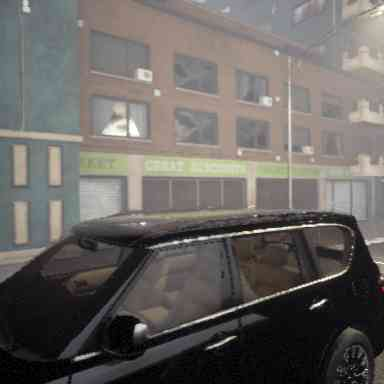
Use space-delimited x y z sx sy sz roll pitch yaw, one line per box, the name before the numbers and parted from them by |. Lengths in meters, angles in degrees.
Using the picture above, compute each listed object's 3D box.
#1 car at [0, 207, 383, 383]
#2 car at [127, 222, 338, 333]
car | -0.324 1.220 3.146 5.566 2.045 2.150 0 0 -35
car | 1.056 1.539 7.323 4.507 1.381 1.887 0 -1 -35
